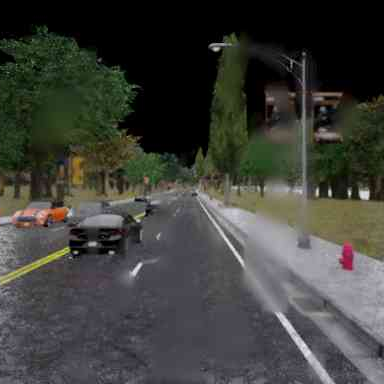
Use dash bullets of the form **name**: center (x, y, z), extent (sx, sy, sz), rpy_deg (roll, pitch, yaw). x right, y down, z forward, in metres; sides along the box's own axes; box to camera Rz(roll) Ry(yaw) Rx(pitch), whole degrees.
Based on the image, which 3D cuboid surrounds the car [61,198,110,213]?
- **car**: center (-6.599, 1.342, 22.040), extent (2.097, 1.767, 4.553), rpy_deg (0, 0, 0)

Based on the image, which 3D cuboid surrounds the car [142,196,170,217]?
- **car**: center (-3.150, 1.437, 31.142), extent (1.882, 1.535, 5.008), rpy_deg (0, 0, 0)

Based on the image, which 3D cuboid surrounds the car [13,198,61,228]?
- **car**: center (-9.849, 1.342, 22.042), extent (2.097, 1.767, 4.553), rpy_deg (0, 0, 0)

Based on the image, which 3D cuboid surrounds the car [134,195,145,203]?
- **car**: center (-9.760, 1.366, 63.326), extent (2.033, 1.411, 5.357), rpy_deg (0, 0, 0)

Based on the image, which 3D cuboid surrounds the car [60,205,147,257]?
- **car**: center (-3.151, 1.498, 13.032), extent (1.882, 1.535, 5.008), rpy_deg (0, 0, 0)
